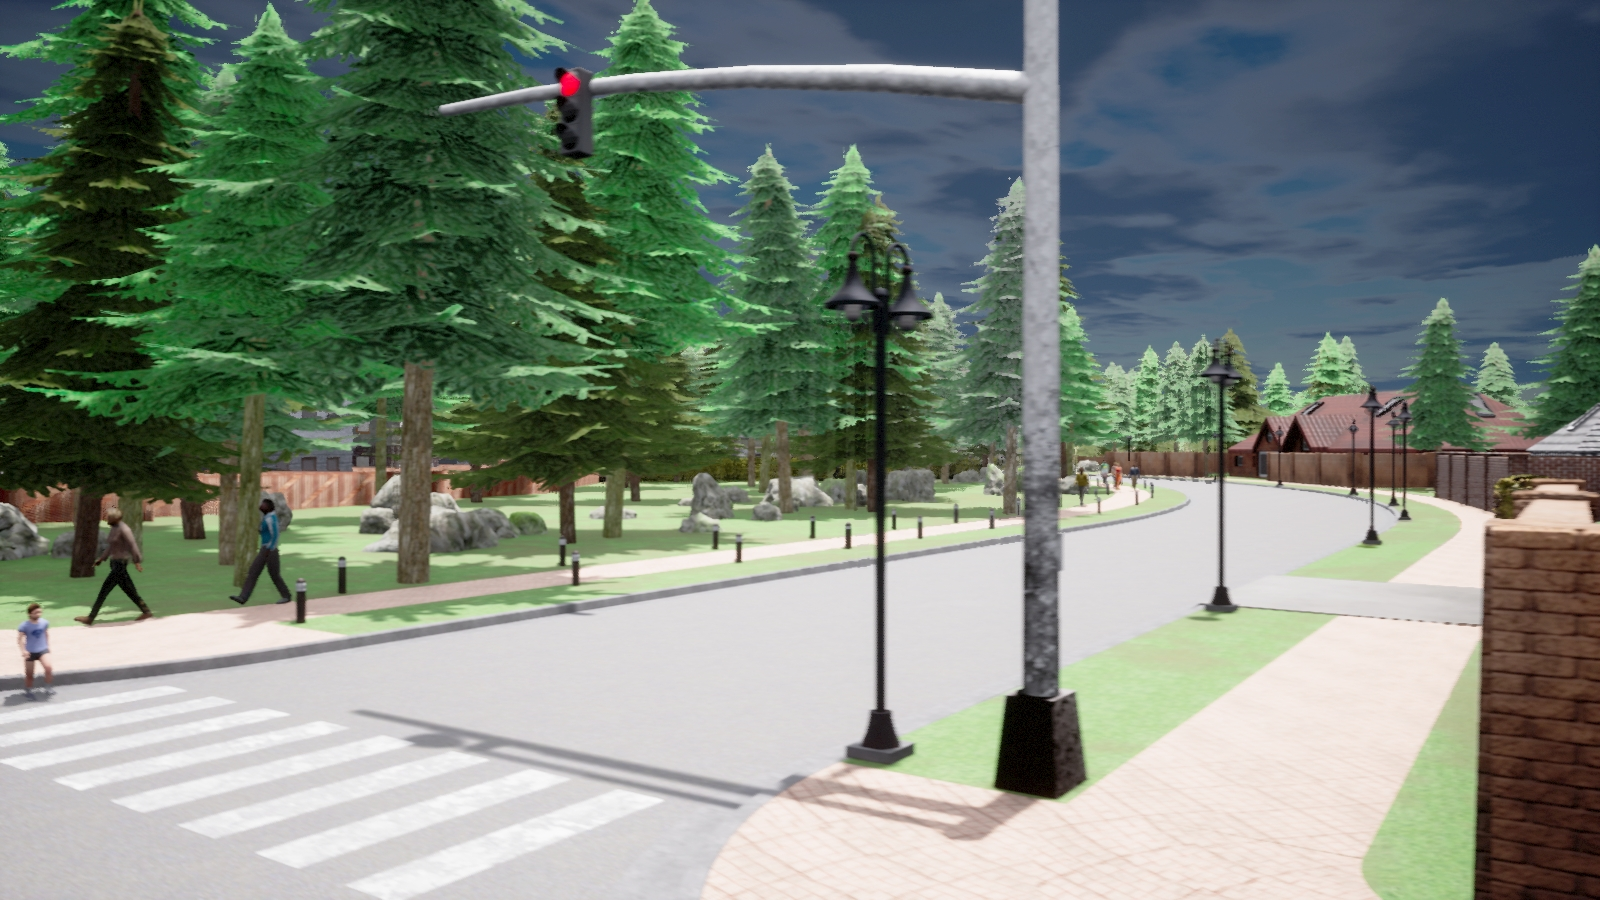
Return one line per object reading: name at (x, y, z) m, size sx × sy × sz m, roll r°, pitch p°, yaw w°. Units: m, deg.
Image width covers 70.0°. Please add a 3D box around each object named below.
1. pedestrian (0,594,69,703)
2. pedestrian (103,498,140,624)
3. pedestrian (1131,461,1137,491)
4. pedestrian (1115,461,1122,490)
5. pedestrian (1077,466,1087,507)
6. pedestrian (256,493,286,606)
pedestrian at (-8.549, 2.200, 12.759) m, size 0.500 × 1.100 × 0.500 m, roll 0°, pitch 0°, yaw 35°
pedestrian at (-10.255, 1.660, 17.268) m, size 0.375 × 1.860 × 0.375 m, roll 0°, pitch 0°, yaw 41°
pedestrian at (21.179, 1.656, 72.419) m, size 0.375 × 1.860 × 0.375 m, roll 0°, pitch 0°, yaw 14°
pedestrian at (20.833, 1.655, 74.808) m, size 0.375 × 1.860 × 0.375 m, roll 0°, pitch 0°, yaw 7°
pedestrian at (12.911, 1.657, 52.318) m, size 0.375 × 1.860 × 0.375 m, roll 0°, pitch 0°, yaw 27°
pedestrian at (-8.890, 1.659, 19.202) m, size 0.375 × 1.860 × 0.375 m, roll 0°, pitch 0°, yaw -42°
